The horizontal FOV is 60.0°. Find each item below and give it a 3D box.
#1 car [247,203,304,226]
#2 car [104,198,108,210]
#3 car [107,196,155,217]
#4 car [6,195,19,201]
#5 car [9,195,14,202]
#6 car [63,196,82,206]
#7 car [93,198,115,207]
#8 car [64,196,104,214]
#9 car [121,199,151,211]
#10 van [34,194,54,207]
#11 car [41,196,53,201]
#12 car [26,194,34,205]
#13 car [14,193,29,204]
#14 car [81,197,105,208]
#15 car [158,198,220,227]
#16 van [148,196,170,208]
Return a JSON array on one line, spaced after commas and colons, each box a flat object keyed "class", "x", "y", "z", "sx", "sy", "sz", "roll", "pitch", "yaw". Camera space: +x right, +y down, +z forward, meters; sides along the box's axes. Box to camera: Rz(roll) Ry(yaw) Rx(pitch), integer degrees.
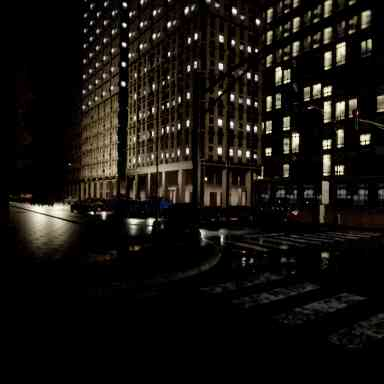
[{"class": "car", "x": 5.851, "y": 1.505, "z": 23.967, "sx": 1.967, "sy": 1.590, "sz": 4.097, "roll": 1, "pitch": -1, "yaw": -35}, {"class": "car", "x": -11.748, "y": 1.468, "z": 38.833, "sx": 2.033, "sy": 1.411, "sz": 5.357, "roll": 1, "pitch": -1, "yaw": -35}, {"class": "car", "x": -5.603, "y": 1.412, "z": 30.128, "sx": 1.882, "sy": 1.535, "sz": 5.008, "roll": 1, "pitch": -1, "yaw": -35}, {"class": "car", "x": -40.145, "y": 1.378, "z": 74.456, "sx": 2.008, "sy": 1.369, "sz": 4.403, "roll": 1, "pitch": -1, "yaw": -35}, {"class": "car", "x": -36.883, "y": 1.397, "z": 69.845, "sx": 1.947, "sy": 1.339, "sz": 4.313, "roll": 1, "pitch": -1, "yaw": -35}, {"class": "car", "x": -20.351, "y": 1.486, "z": 56.334, "sx": 1.812, "sy": 1.442, "sz": 4.674, "roll": 1, "pitch": -1, "yaw": -35}, {"class": "car", "x": -13.729, "y": 1.587, "z": 51.630, "sx": 1.947, "sy": 1.339, "sz": 4.313, "roll": 1, "pitch": -1, "yaw": -35}, {"class": "car", "x": -10.779, "y": 1.427, "z": 32.958, "sx": 2.008, "sy": 1.369, "sz": 4.403, "roll": 1, "pitch": -1, "yaw": -35}, {"class": "car", "x": -7.202, "y": 1.585, "z": 42.409, "sx": 2.008, "sy": 1.369, "sz": 4.403, "roll": 1, "pitch": -1, "yaw": -35}, {"class": "van", "x": -20.564, "y": 1.197, "z": 46.793, "sx": 1.690, "sy": 1.788, "sz": 3.998, "roll": 1, "pitch": -1, "yaw": -35}, {"class": "car", "x": -36.570, "y": 1.571, "z": 83.906, "sx": 1.802, "sy": 1.307, "sz": 4.206, "roll": 1, "pitch": -1, "yaw": -35}, {"class": "car", "x": -23.831, "y": 1.432, "z": 51.401, "sx": 1.802, "sy": 1.307, "sz": 4.206, "roll": 1, "pitch": -1, "yaw": -35}, {"class": "car", "x": -30.353, "y": 1.155, "z": 60.626, "sx": 2.192, "sy": 1.841, "sz": 5.009, "roll": 1, "pitch": -1, "yaw": -35}, {"class": "car", "x": -14.361, "y": 1.477, "z": 47.961, "sx": 1.837, "sy": 1.490, "sz": 4.892, "roll": 1, "pitch": -1, "yaw": -35}, {"class": "car", "x": -0.154, "y": 1.425, "z": 22.425, "sx": 1.882, "sy": 1.535, "sz": 5.008, "roll": 1, "pitch": -1, "yaw": -36}, {"class": "van", "x": -3.936, "y": 1.382, "z": 37.800, "sx": 1.690, "sy": 1.788, "sz": 3.998, "roll": 1, "pitch": -1, "yaw": -35}]
